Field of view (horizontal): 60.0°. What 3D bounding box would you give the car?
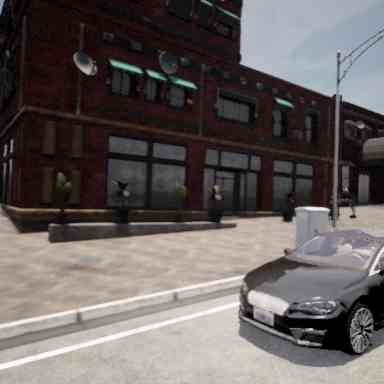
[{"bbox_3d":[3.006,1.488,6.135,4.902,1.511,2.128,0,0,-35],"label":"car"}]
